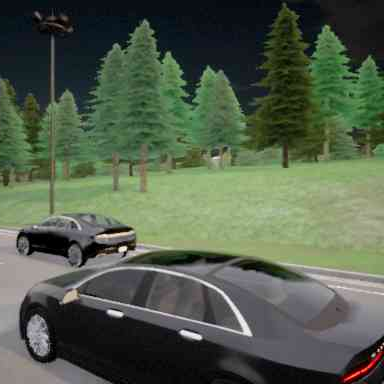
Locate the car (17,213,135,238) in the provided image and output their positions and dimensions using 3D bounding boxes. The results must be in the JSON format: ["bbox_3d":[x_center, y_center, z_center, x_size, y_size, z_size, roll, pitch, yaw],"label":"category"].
[{"bbox_3d":[-3.998,1.454,11.168,4.902,1.511,2.128,0,0,36],"label":"car"}]

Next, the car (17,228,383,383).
[{"bbox_3d":[-0.271,1.496,4.198,4.892,1.490,1.837,0,0,35],"label":"car"}]
